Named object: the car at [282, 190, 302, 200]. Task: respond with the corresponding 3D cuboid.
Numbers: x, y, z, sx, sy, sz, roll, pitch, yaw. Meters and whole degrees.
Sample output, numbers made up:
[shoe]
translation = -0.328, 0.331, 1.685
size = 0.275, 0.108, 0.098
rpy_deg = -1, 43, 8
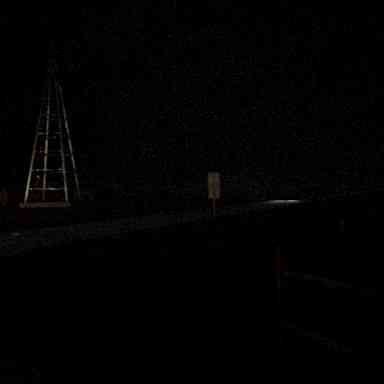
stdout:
[car]
translation = 14.863, 0.423, 49.322
size = 1.837, 1.490, 4.892
rpy_deg = -2, 0, 35
